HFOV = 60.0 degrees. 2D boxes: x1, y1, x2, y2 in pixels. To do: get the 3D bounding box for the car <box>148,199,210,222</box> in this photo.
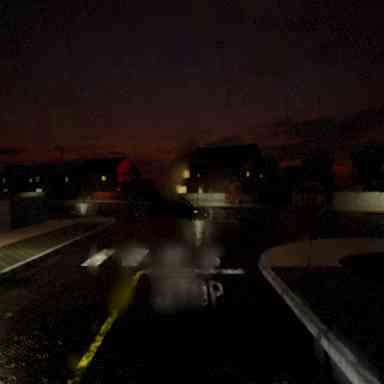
[{"bbox_3d":[-1.000,1.192,22.831,4.674,1.442,1.812,1,1,36],"label":"car"}]
